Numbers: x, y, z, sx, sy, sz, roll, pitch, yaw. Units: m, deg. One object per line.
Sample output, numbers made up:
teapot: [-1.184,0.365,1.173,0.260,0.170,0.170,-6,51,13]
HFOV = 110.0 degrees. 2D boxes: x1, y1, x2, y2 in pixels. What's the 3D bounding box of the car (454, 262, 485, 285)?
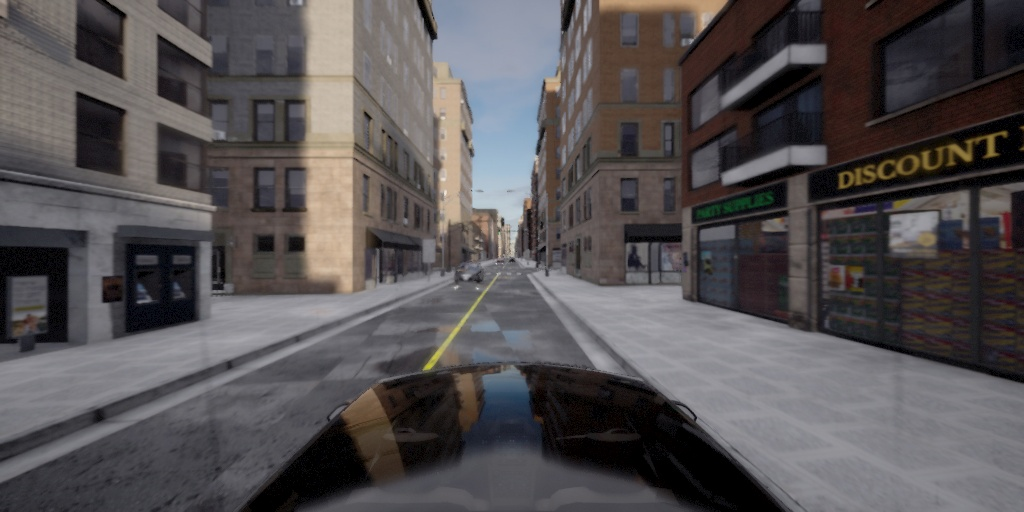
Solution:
car: [-3.063,1.235,26.451,2.128,1.511,4.902,0,0,0]
